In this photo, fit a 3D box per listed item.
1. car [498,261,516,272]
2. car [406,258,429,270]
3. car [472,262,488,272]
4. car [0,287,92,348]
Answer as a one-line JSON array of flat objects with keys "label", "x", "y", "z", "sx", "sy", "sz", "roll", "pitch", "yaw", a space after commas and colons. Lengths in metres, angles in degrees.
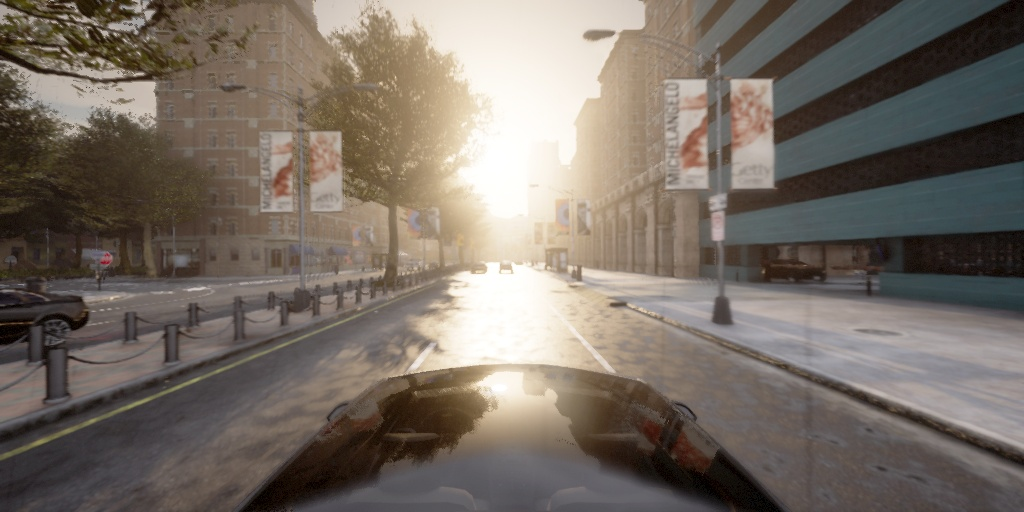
[{"label": "car", "x": -0.826, "y": 1.394, "z": 48.162, "sx": 1.812, "sy": 1.442, "sz": 4.674, "roll": -1, "pitch": 0, "yaw": -1}, {"label": "car", "x": -16.201, "y": 1.312, "z": 60.498, "sx": 2.150, "sy": 2.045, "sz": 5.566, "roll": -1, "pitch": 0, "yaw": -1}, {"label": "car", "x": -4.319, "y": 1.478, "z": 48.526, "sx": 1.994, "sy": 1.385, "sz": 4.181, "roll": -1, "pitch": 0, "yaw": -1}, {"label": "car", "x": -11.623, "y": 1.401, "z": 7.009, "sx": 2.128, "sy": 1.511, "sz": 4.902, "roll": -1, "pitch": 0, "yaw": -1}]
